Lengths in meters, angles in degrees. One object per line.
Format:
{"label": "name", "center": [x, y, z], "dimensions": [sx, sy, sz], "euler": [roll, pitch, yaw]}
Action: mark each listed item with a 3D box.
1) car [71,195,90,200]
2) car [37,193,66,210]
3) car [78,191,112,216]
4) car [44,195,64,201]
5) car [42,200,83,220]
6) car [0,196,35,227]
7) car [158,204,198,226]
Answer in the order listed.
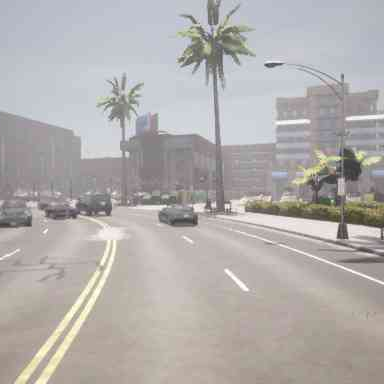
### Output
{"label": "car", "center": [-30.280, 1.574, 90.273], "dimensions": [4.718, 1.301, 1.895], "euler": [0, 0, 18]}
{"label": "car", "center": [-16.893, 1.352, 40.355], "dimensions": [4.553, 1.767, 2.097], "euler": [0, 0, 39]}
{"label": "car", "center": [-9.659, 1.221, 32.498], "dimensions": [2.150, 2.045, 5.566], "euler": [0, 0, -36]}
{"label": "car", "center": [-33.346, 1.405, 80.228], "dimensions": [4.193, 1.474, 1.816], "euler": [0, 0, 18]}
{"label": "car", "center": [-11.088, 1.601, 28.239], "dimensions": [1.895, 1.301, 4.718], "euler": [0, 0, -33]}
{"label": "car", "center": [-11.903, 1.352, 22.333], "dimensions": [2.097, 1.767, 4.553], "euler": [0, 0, -27]}
{"label": "car", "center": [-1.097, 1.564, 23.896], "dimensions": [1.994, 1.385, 4.181], "euler": [0, 0, -20]}
